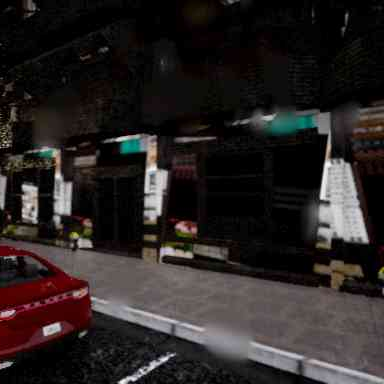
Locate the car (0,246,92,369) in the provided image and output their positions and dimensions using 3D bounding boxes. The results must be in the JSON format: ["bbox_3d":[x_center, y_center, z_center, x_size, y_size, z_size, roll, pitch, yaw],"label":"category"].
[{"bbox_3d":[-3.549,1.570,5.411,4.507,1.381,1.887,0,0,36],"label":"car"}]
